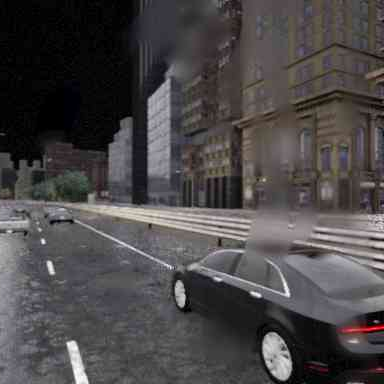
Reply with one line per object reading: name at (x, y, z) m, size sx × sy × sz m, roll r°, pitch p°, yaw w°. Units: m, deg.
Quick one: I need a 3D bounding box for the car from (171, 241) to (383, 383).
car at (1.204, 1.604, 5.631) m, size 1.837 × 1.490 × 4.892 m, roll 1°, pitch -1°, yaw -26°

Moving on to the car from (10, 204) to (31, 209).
car at (-19.604, 2.119, 37.958) m, size 2.097 × 1.767 × 4.553 m, roll 1°, pitch -1°, yaw -26°

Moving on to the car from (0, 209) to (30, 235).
car at (-11.436, 2.005, 21.102) m, size 1.895 × 1.301 × 4.718 m, roll 1°, pitch -1°, yaw -26°

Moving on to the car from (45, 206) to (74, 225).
car at (-11.786, 2.151, 29.790) m, size 1.994 × 1.385 × 4.181 m, roll 1°, pitch -1°, yaw -26°

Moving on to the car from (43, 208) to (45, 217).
car at (-16.480, 2.359, 39.391) m, size 1.994 × 1.385 × 4.181 m, roll 1°, pitch -1°, yaw -26°
